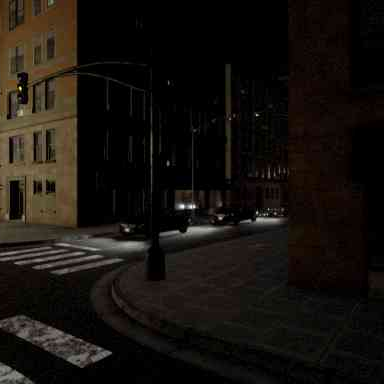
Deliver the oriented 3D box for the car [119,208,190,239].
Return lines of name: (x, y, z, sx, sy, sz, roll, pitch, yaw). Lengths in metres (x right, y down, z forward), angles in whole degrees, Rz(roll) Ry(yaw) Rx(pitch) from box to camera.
car: (-1.878, 1.610, 18.276, 1.812, 1.442, 4.674, 0, 0, 34)

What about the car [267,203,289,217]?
car: (9.356, 1.791, 34.011, 1.895, 1.301, 4.718, 0, 0, 36)

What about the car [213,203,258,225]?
car: (3.453, 1.627, 25.748, 2.128, 1.511, 4.902, 0, 0, 35)
